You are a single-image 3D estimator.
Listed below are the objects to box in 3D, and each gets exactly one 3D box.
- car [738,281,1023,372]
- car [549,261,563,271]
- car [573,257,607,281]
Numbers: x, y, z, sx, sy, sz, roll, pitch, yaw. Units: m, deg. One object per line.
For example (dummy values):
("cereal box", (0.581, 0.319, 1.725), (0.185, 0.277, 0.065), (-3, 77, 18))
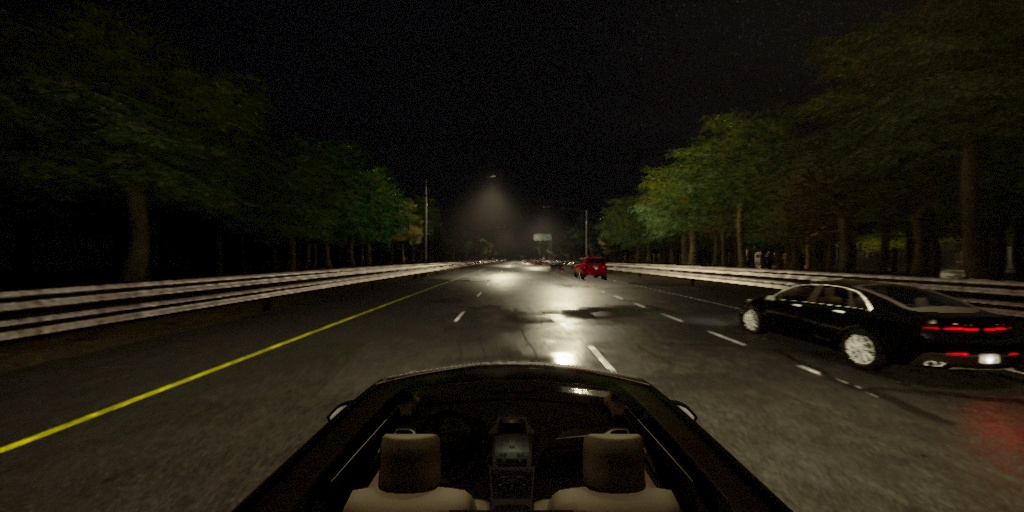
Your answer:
("car", (7.000, 1.269, 7.680), (1.837, 1.490, 4.892), (0, 0, 0))
("car", (7.159, 1.592, 58.630), (2.128, 1.511, 4.902), (0, 0, 0))
("car", (7.042, 1.124, 32.603), (2.150, 2.045, 5.566), (0, 0, 0))
